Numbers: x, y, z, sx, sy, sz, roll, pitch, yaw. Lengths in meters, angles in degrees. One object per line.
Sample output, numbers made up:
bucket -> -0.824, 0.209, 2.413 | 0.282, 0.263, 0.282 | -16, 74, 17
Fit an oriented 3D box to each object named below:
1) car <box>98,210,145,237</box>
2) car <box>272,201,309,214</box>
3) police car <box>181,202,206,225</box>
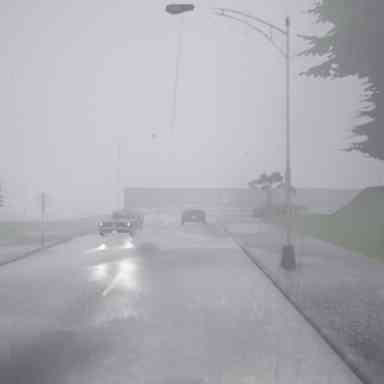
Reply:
car -> -4.007, 1.770, 19.457 | 1.895, 1.301, 4.718 | 0, -1, 0
car -> 11.561, 1.824, 40.141 | 5.008, 1.535, 1.882 | 0, -2, 3
police car -> 0.109, 1.657, 26.776 | 1.930, 1.638, 5.238 | 0, 0, 0
